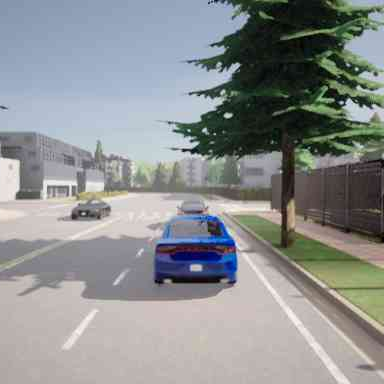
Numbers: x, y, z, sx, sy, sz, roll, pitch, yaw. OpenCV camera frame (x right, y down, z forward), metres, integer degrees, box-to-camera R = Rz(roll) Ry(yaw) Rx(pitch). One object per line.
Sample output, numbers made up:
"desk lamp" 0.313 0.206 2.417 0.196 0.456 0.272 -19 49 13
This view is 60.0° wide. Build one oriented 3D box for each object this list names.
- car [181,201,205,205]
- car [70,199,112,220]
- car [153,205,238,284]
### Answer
"car" 0.059 1.224 19.225 1.812 1.442 4.674 0 1 0
"car" -7.048 1.196 23.625 1.994 1.385 4.181 0 1 0
"car" 0.073 1.333 9.132 1.882 1.535 5.008 0 1 0
